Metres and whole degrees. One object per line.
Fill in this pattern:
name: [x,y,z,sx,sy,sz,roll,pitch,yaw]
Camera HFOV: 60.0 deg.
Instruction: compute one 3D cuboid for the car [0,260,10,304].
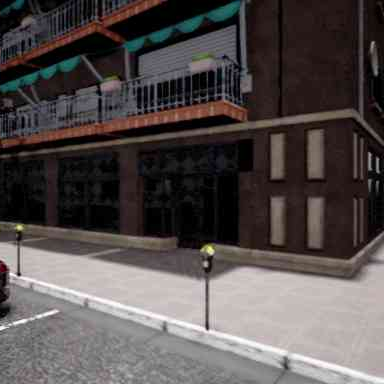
car: [-5.358,1.566,6.695,4.313,1.339,1.947,0,0,36]
